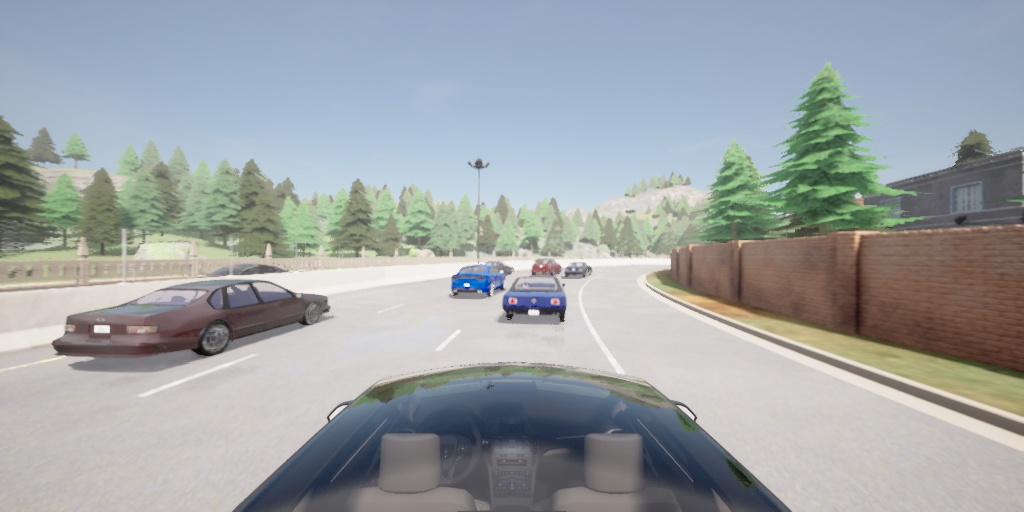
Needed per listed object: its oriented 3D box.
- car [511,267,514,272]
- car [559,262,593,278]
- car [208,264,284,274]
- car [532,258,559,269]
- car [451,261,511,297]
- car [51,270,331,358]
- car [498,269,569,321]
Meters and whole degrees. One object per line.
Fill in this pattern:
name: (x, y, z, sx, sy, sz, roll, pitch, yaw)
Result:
car: (-1.443, 1.182, 32.647, 2.033, 1.411, 5.357, 0, 0, 19)
car: (6.205, 1.215, 33.166, 2.033, 1.411, 5.357, 0, 0, 21)
car: (-12.726, 1.144, 16.910, 1.837, 1.490, 4.892, 0, 0, 9)
car: (3.517, 0.999, 35.650, 2.097, 1.767, 4.553, 0, 0, 22)
car: (-1.588, 1.161, 18.619, 1.882, 1.535, 5.008, 0, 0, 11)
car: (-6.565, 1.244, 8.412, 2.033, 1.411, 5.357, 0, 0, 4)
car: (0.903, 1.317, 12.427, 1.895, 1.301, 4.718, 0, 0, 7)
